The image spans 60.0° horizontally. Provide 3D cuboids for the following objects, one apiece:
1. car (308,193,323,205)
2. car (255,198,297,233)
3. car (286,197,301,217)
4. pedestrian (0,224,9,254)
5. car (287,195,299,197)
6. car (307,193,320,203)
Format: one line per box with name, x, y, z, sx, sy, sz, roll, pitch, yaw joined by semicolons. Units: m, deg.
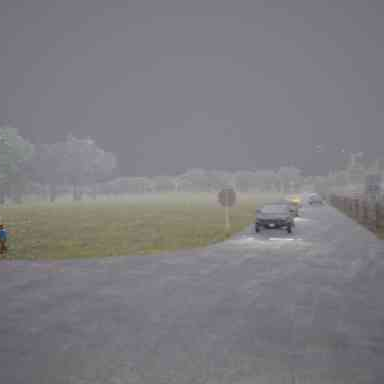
car;17.717;1.138;47.638;2.033;1.411;5.357;-1;0;19
car;4.778;1.361;18.950;1.882;1.535;5.008;-1;0;19
car;8.064;1.372;28.563;1.994;1.385;4.181;-1;0;18
pedestrian;-7.197;1.780;12.770;0.500;1.100;0.500;-1;2;19
car;12.785;1.179;42.214;1.882;1.535;5.008;-1;0;19
car;21.067;0.994;57.766;1.882;1.535;5.008;-1;0;19
